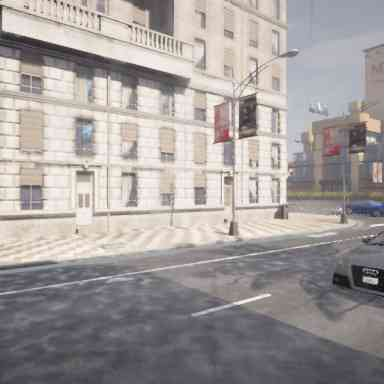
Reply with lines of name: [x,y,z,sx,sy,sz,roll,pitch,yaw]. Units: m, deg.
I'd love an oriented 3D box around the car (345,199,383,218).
car: [16.534,1.477,31.038,1.882,1.535,5.008,1,-1,-22]

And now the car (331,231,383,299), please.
car: [5.133,1.564,7.754,4.181,1.385,1.994,0,0,-36]
